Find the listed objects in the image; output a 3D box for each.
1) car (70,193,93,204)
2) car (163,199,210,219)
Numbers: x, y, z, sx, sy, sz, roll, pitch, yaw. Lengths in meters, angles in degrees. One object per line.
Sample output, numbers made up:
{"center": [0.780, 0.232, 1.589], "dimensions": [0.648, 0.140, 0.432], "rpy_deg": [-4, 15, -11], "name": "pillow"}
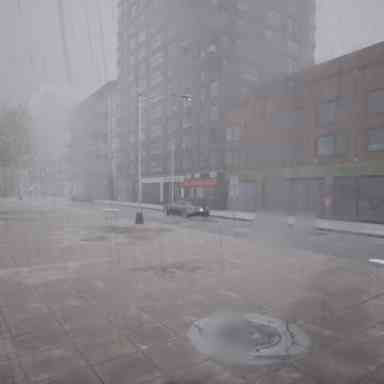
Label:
{"center": [-15.462, 0.850, 46.410], "dimensions": [2.033, 1.411, 5.357], "rpy_deg": [1, 0, -35], "name": "car"}
{"center": [-0.496, 1.210, 25.233], "dimensions": [1.994, 1.385, 4.181], "rpy_deg": [1, 1, -35], "name": "car"}
